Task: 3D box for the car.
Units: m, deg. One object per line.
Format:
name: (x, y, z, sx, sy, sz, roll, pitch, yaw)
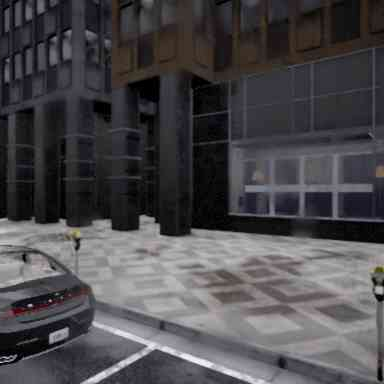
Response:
car: (-3.431, 1.550, 5.413, 4.403, 1.369, 2.008, 0, 0, 36)
